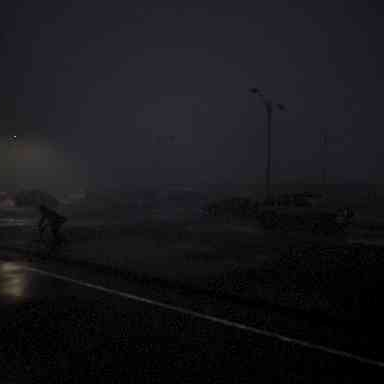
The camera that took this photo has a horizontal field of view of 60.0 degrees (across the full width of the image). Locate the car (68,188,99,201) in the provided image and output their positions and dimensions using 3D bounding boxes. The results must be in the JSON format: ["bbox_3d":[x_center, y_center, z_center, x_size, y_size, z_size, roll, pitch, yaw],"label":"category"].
[{"bbox_3d":[-14.919,0.537,44.736,3.806,1.475,1.970,2,1,34],"label":"car"}]

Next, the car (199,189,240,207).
[{"bbox_3d":[3.755,0.606,45.487,4.605,1.855,1.932,2,1,34],"label":"car"}]

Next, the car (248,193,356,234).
[{"bbox_3d":[5.559,1.021,17.043,4.605,1.855,1.932,2,1,34],"label":"car"}]

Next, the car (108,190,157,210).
[{"bbox_3d":[-5.684,0.875,31.472,3.806,1.475,1.970,2,1,34],"label":"car"}]

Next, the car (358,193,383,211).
[{"bbox_3d":[18.246,0.991,35.647,3.866,1.878,1.905,2,1,34],"label":"car"}]

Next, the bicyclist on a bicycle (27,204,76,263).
[{"bbox_3d":[-4.168,1.153,9.834,0.582,1.620,1.656,2,10,34],"label":"bicyclist on a bicycle"}]

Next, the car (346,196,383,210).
[{"bbox_3d":[19.880,1.226,38.038,3.806,1.475,1.970,2,1,34],"label":"car"}]

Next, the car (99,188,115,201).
[{"bbox_3d":[-13.289,0.502,47.128,3.905,1.438,1.784,2,1,34],"label":"car"}]

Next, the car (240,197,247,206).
[{"bbox_3d":[5.434,0.814,47.848,3.905,1.438,1.784,2,1,34],"label":"car"}]

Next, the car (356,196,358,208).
[{"bbox_3d":[7.233,1.021,19.405,3.866,1.878,1.905,2,1,34],"label":"car"}]
